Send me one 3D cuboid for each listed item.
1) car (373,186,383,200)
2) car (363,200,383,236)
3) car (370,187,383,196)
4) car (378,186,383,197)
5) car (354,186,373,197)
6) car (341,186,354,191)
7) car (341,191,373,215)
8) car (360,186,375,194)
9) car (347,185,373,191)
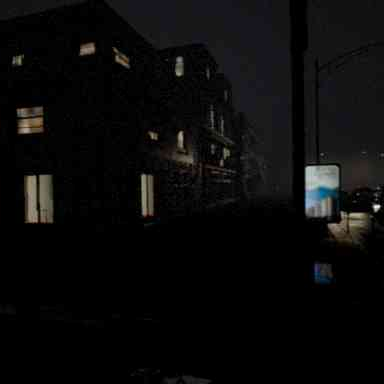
[{"bbox_3d":[13.468,0.514,21.084,2.150,2.045,5.566,-1,1,18],"label":"car"},{"bbox_3d":[8.057,1.159,12.785,1.802,1.307,4.206,-1,1,18],"label":"car"},{"bbox_3d":[29.591,-0.126,52.221,2.008,1.369,4.403,-1,1,18],"label":"car"},{"bbox_3d":[27.894,-0.096,46.964,1.967,1.590,4.097,-1,1,18],"label":"car"},{"bbox_3d":[26.890,-0.143,52.304,1.882,1.535,5.008,-1,1,18],"label":"car"},{"bbox_3d":[14.837,0.447,33.795,1.967,1.590,4.097,-1,1,18],"label":"car"},{"bbox_3d":[11.447,0.842,23.290,2.008,1.369,4.403,-1,1,18],"label":"car"},{"bbox_3d":[32.983,-0.376,62.727,1.802,1.307,4.206,-1,1,18],"label":"car"},{"bbox_3d":[17.870,0.277,34.715,2.097,1.767,4.553,-1,1,18],"label":"car"}]
